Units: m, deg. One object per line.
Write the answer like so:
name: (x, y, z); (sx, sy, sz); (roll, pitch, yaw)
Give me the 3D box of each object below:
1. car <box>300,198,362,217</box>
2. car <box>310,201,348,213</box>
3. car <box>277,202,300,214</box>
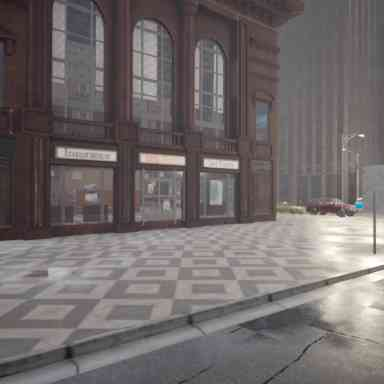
car: (13.953, 1.523, 33.598); (2.192, 1.841, 5.009); (0, 0, -35)
car: (17.670, 1.899, 43.116); (1.802, 1.307, 4.206); (-1, 0, -35)
car: (10.809, 1.800, 38.052); (1.752, 1.417, 4.829); (0, 0, -35)
